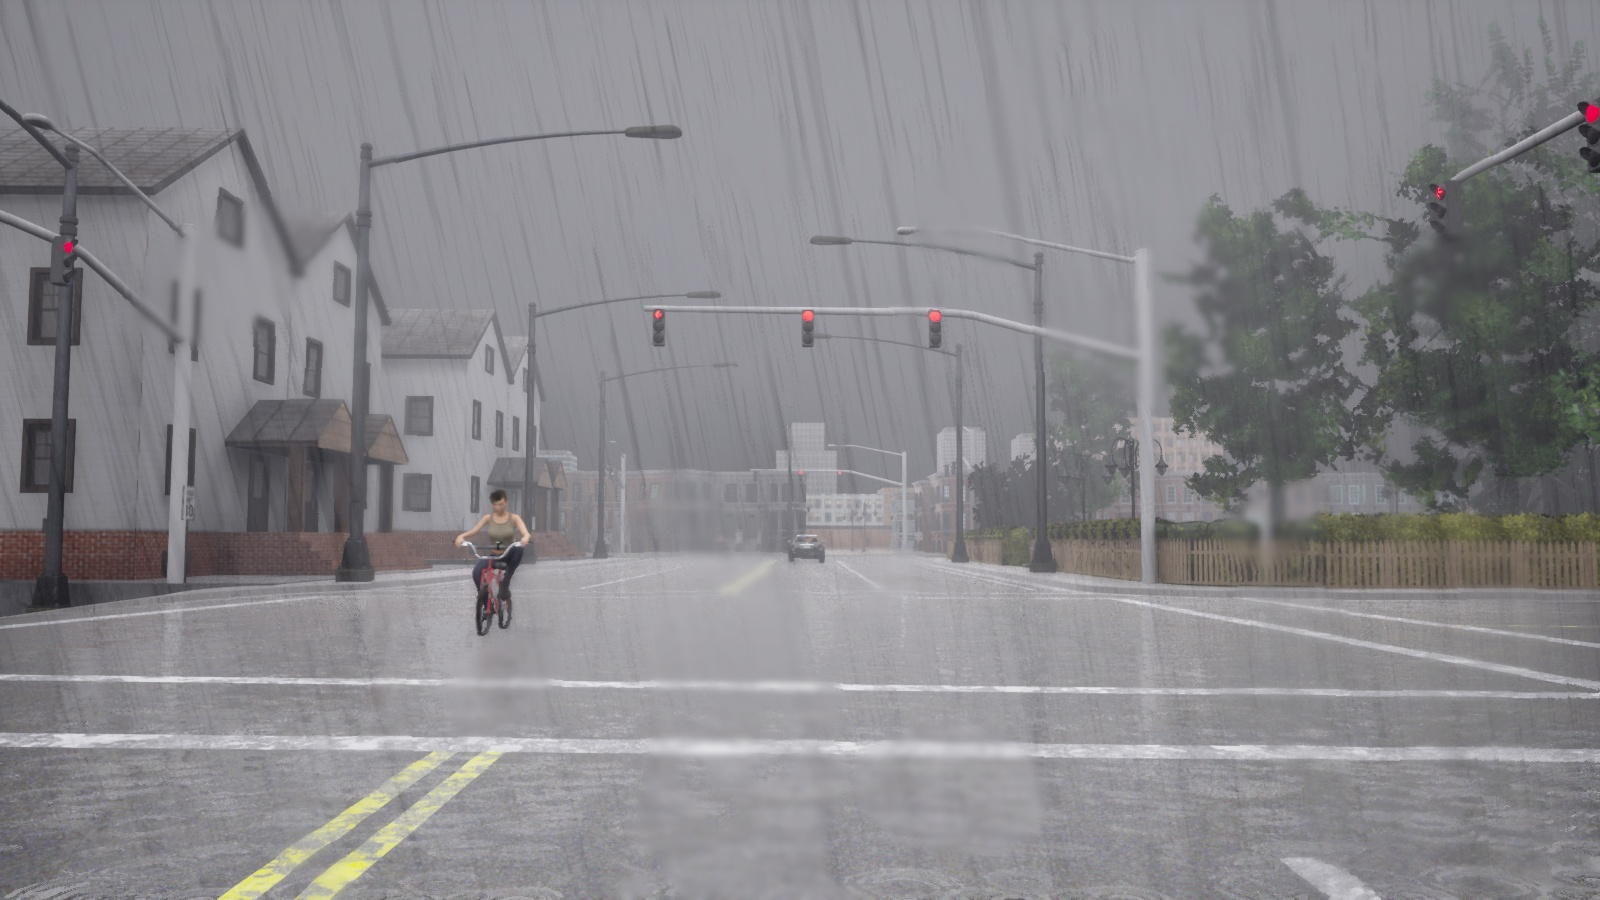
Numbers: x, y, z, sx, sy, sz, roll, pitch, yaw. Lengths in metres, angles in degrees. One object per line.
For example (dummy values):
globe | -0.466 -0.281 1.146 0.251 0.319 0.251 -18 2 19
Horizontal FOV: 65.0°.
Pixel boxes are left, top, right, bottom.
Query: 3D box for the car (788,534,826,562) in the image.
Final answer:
car | 0.373 5.232 67.110 1.970 1.475 3.806 0 -4 1

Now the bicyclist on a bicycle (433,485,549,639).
bicyclist on a bicycle | -3.407 1.232 13.981 0.866 1.612 1.509 1 -4 0
